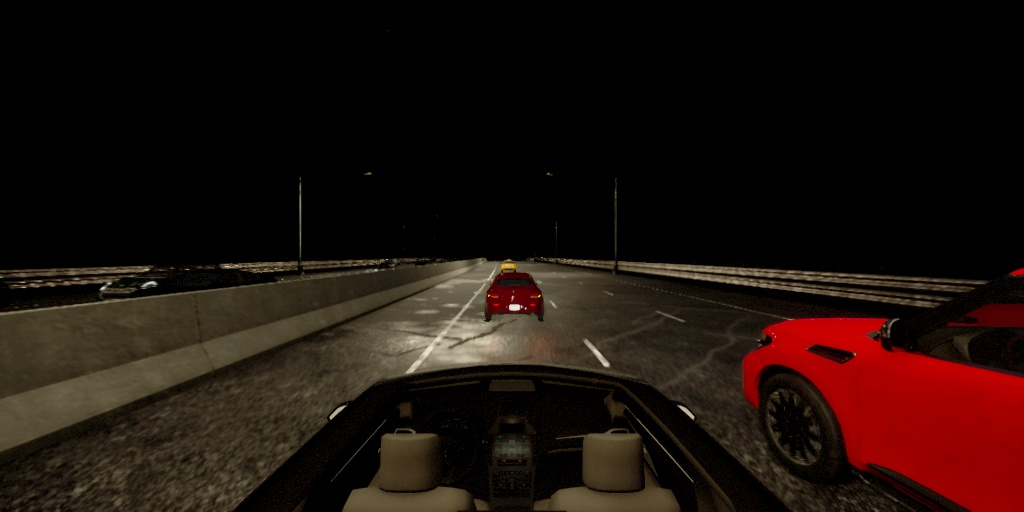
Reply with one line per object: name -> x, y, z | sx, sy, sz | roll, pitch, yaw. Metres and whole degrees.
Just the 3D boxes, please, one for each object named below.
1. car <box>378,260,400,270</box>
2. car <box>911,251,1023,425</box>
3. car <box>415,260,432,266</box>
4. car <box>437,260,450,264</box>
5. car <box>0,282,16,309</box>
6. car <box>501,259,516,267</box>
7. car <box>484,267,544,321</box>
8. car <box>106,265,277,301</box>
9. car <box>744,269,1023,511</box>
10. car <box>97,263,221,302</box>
car -> -18.324, 1.268, 53.688 | 2.033, 1.411, 5.357 | 0, 0, -1
car -> 7.094, 0.969, 2.628 | 2.150, 2.045, 5.566 | 0, 0, 0
car -> -14.997, 1.324, 60.801 | 1.895, 1.301, 4.718 | 0, 0, -2
car -> -11.493, 1.309, 60.708 | 1.895, 1.301, 4.718 | 0, 0, -2
car -> -17.628, 1.259, 9.928 | 1.837, 1.490, 4.892 | 0, 0, 0
car -> -0.425, 1.182, 44.292 | 1.801, 1.575, 5.366 | 0, 0, -1
car -> 0.059, 1.273, 12.341 | 1.812, 1.442, 4.674 | 0, 0, 0
car -> -10.645, 1.228, 12.787 | 1.882, 1.535, 5.008 | 0, 0, 0
car -> 3.595, 0.970, 1.513 | 2.150, 2.045, 5.566 | 0, 0, 0
car -> -14.162, 1.103, 15.075 | 2.097, 1.767, 4.553 | 0, 0, 0
